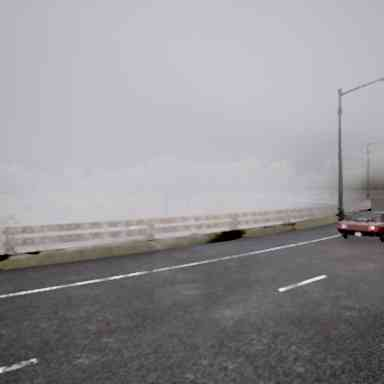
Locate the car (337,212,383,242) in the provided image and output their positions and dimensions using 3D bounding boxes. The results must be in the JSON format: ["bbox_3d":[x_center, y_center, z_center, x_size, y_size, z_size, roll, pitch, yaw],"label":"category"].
[{"bbox_3d":[9.128,1.629,16.661,4.718,1.301,1.895,0,0,-45],"label":"car"}]
